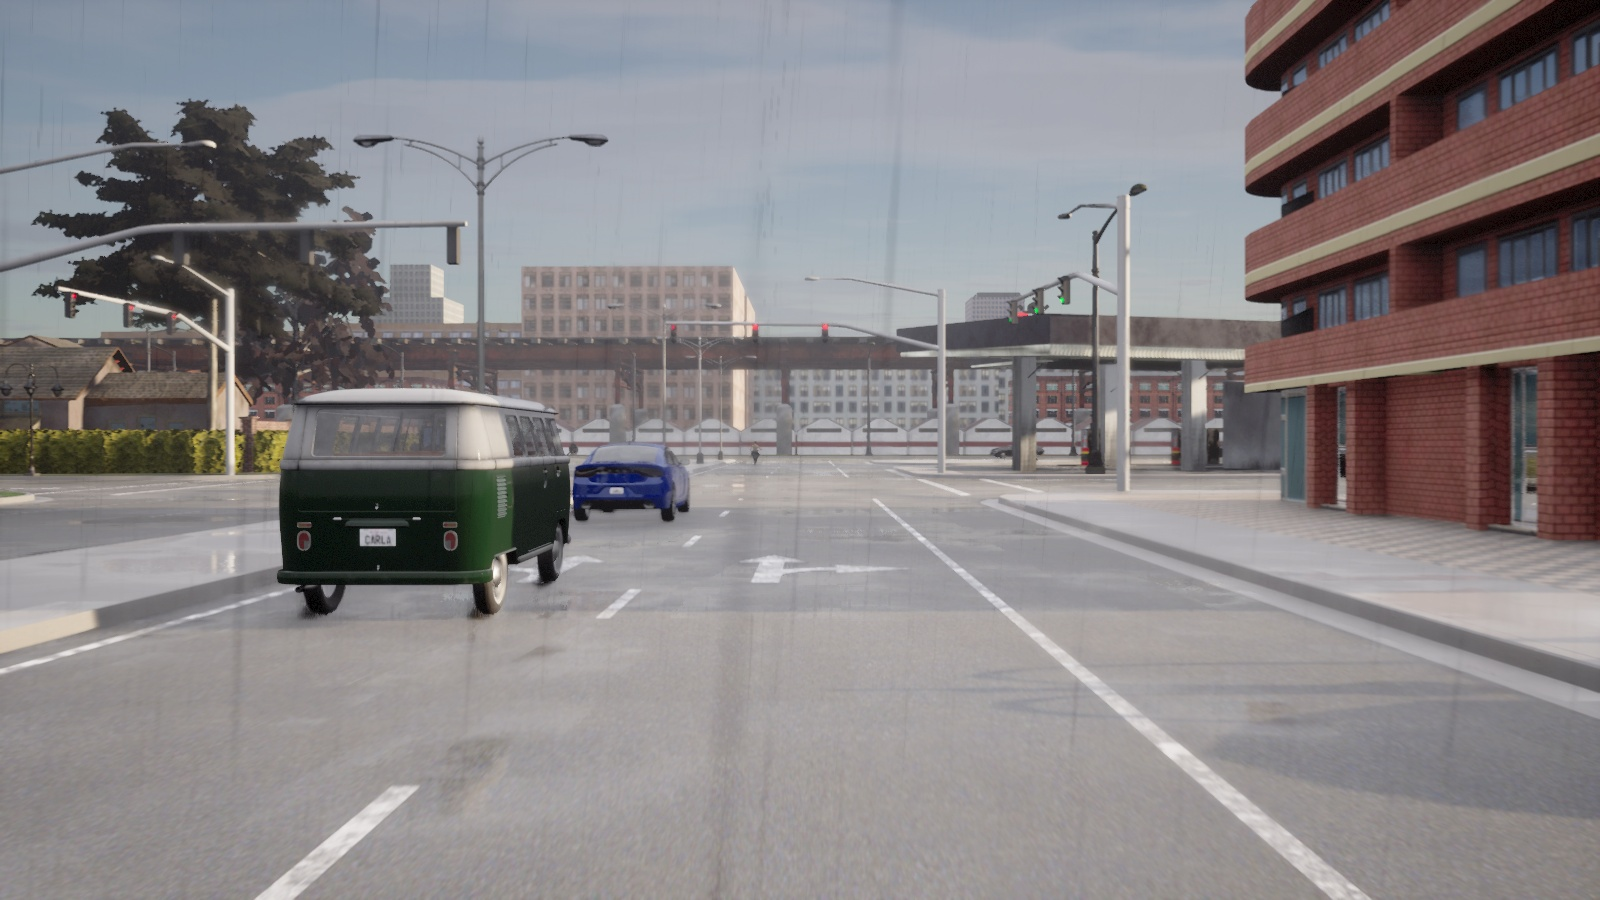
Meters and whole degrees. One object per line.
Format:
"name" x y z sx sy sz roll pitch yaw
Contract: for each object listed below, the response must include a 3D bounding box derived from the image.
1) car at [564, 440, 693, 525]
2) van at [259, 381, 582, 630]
"car" -3.340 0.578 25.397 1.882 1.535 5.008 0 0 0
"van" -3.415 0.427 12.239 1.775 1.987 4.442 0 0 0
